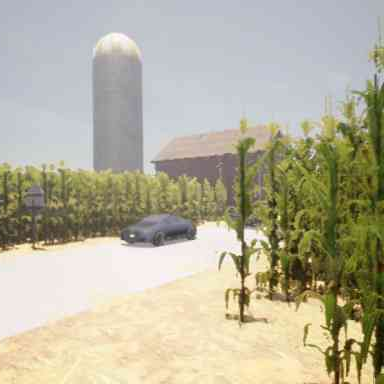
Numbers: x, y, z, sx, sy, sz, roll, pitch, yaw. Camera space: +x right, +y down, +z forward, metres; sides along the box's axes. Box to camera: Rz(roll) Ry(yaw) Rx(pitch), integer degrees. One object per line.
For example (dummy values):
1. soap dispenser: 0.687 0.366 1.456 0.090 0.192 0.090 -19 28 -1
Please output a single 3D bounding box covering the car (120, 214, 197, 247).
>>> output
1. car: -1.543 1.787 16.502 1.994 1.385 4.181 -1 -1 35
